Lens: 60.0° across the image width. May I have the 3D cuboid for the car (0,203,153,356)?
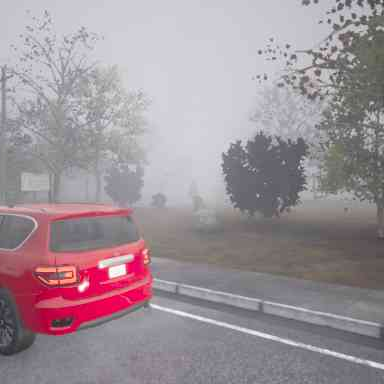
[{"bbox_3d":[-3.250,1.221,6.298,5.566,2.045,2.150,0,0,35],"label":"car"}]
